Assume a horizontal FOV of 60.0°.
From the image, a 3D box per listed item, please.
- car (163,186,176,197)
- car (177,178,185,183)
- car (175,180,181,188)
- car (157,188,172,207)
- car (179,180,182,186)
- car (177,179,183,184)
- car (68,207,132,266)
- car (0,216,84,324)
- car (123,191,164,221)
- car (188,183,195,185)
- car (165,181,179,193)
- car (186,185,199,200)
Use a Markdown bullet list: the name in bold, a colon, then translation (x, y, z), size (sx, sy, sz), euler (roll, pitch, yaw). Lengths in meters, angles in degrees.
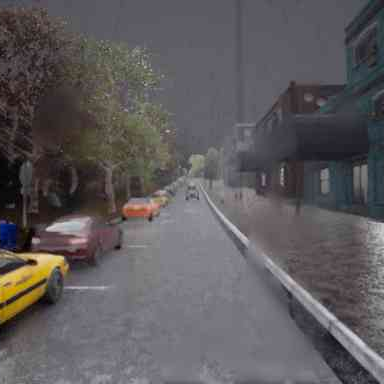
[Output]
- **car**: translation (-3.648, 0.498, 41.245), size (2.231, 1.521, 4.892), euler (1, 3, 2)
- **car**: translation (-3.680, -2.278, 85.784), size (2.163, 1.488, 4.792), euler (0, 4, 2)
- **car**: translation (-3.674, -0.644, 57.915), size (2.185, 1.767, 4.553), euler (0, 4, 2)
- **car**: translation (-3.642, 0.761, 35.511), size (1.946, 1.575, 5.366), euler (1, 3, 2)
- **car**: translation (-3.674, -0.873, 63.508), size (2.231, 1.521, 4.892), euler (0, 4, 2)
- **car**: translation (-3.670, -1.602, 74.818), size (1.946, 1.575, 5.366), euler (0, 4, 2)
- **car**: translation (-3.655, 1.470, 11.238), size (2.002, 1.452, 4.674), euler (0, 0, 2)
- **car**: translation (-3.646, 1.460, 5.101), size (1.946, 1.575, 5.366), euler (0, 1, 2)
- **car**: translation (-3.636, 1.052, 24.493), size (2.185, 1.767, 4.553), euler (2, 2, 2)
- **car**: translation (-0.022, -1.101, 67.778), size (1.812, 1.442, 4.674), euler (0, 4, 0)
- **car**: translation (-3.672, -0.291, 52.355), size (2.185, 1.767, 4.553), euler (0, 4, 2)
- **car**: translation (0.090, 0.251, 46.778), size (2.033, 1.411, 5.357), euler (0, 3, 0)
